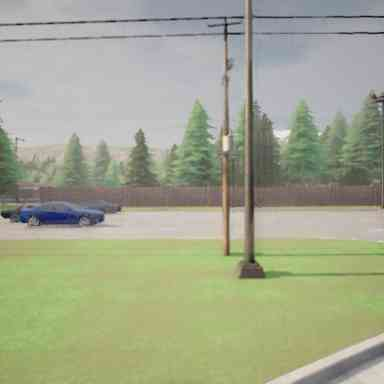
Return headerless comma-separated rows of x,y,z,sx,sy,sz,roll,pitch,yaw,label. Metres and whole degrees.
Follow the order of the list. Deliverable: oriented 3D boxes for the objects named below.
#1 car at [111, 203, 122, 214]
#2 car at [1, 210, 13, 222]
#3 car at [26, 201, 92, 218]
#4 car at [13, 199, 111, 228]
-8.724,1.380,31.102,4.181,1.385,1.994,0,0,1,car
-11.021,1.481,24.131,4.718,1.301,1.895,0,0,1,car
-10.987,1.455,27.630,4.718,1.301,1.895,0,0,1,car
-7.950,1.367,20.590,5.008,1.535,1.882,0,0,1,car
